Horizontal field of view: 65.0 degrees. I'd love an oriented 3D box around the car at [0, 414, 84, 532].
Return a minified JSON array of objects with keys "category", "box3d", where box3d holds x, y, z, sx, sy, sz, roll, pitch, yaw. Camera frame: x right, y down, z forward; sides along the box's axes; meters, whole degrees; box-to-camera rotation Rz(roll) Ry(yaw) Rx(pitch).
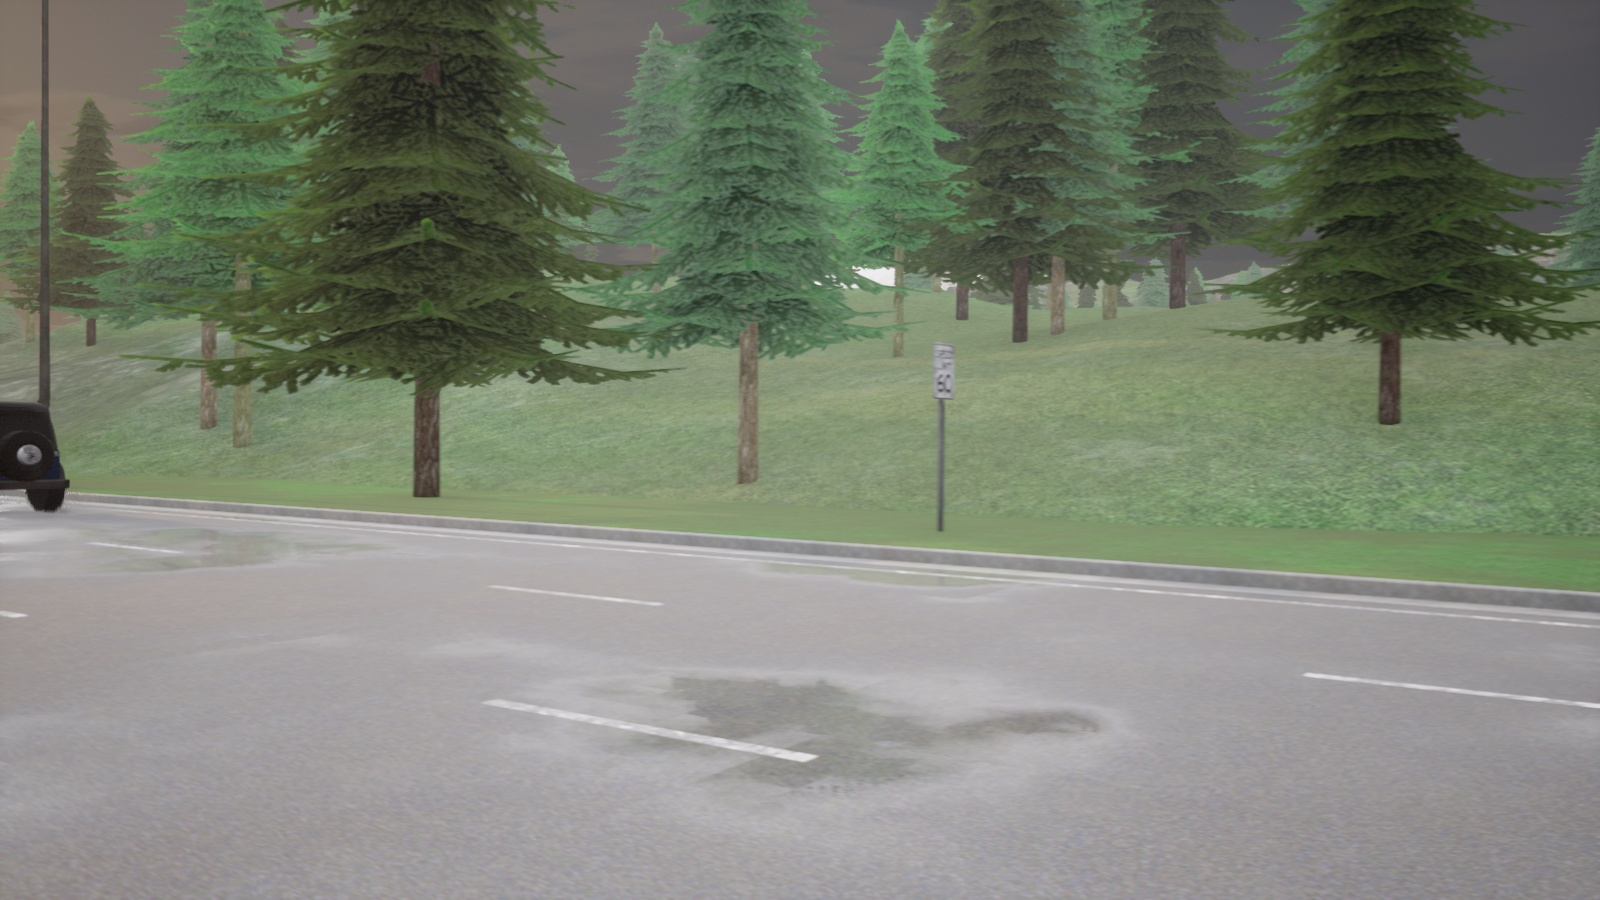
[{"category":"car","box3d":[-14.238,0.363,21.482,3.866,1.878,1.905,0,1,34]}]
